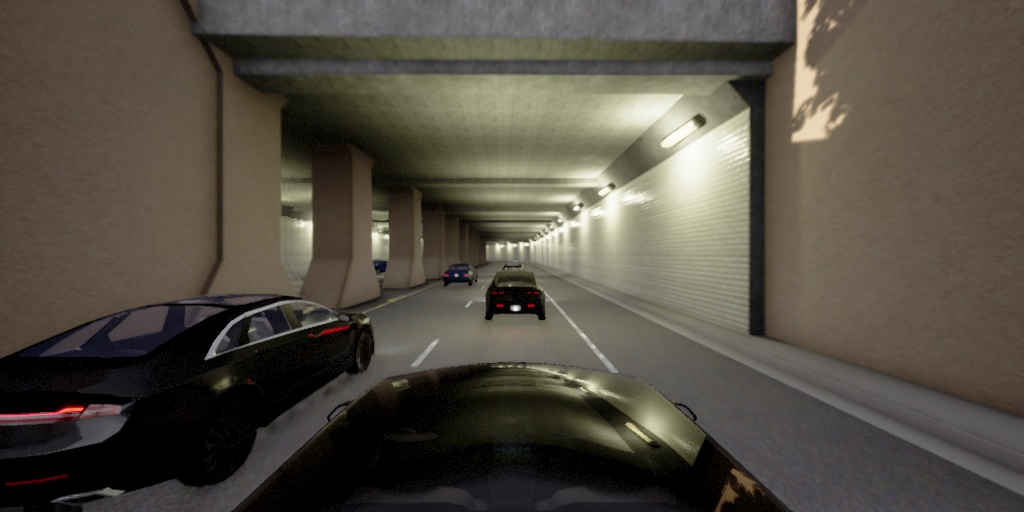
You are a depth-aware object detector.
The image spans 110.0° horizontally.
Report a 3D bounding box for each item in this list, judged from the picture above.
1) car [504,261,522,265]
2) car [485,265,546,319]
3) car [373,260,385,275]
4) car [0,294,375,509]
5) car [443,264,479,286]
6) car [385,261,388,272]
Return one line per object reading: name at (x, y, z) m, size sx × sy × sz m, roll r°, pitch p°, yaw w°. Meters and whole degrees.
car at (0.110, 1.150, 29.718) m, size 2.128 × 1.511 × 4.902 m, roll 0°, pitch 0°, yaw 0°
car at (0.104, 1.219, 12.548) m, size 1.837 × 1.490 × 4.892 m, roll 0°, pitch 0°, yaw 0°
car at (-14.076, 1.112, 37.108) m, size 1.882 × 1.535 × 5.008 m, roll 0°, pitch 0°, yaw 0°
car at (-3.399, 1.232, 4.588) m, size 2.128 × 1.511 × 4.902 m, roll 0°, pitch 0°, yaw 0°
car at (-3.392, 1.223, 24.382) m, size 2.033 × 1.411 × 5.357 m, roll 0°, pitch 0°, yaw 0°
car at (-10.582, 1.185, 36.150) m, size 2.033 × 1.411 × 5.357 m, roll 0°, pitch 0°, yaw 0°
